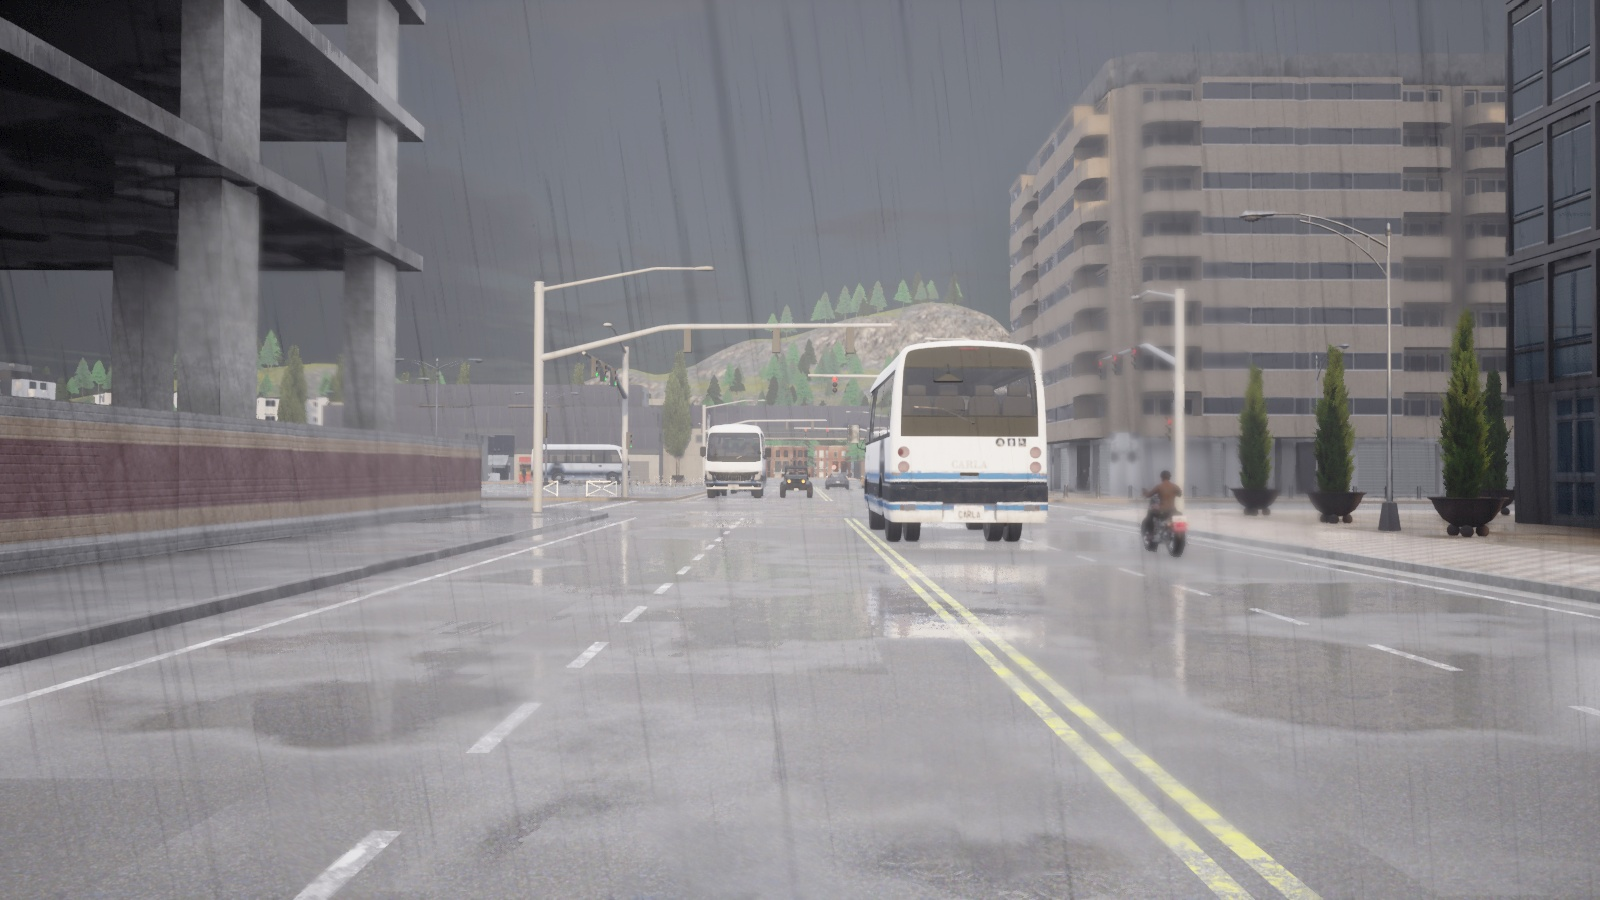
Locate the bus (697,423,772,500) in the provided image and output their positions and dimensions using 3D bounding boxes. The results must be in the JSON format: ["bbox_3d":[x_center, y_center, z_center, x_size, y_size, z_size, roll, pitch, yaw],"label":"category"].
[{"bbox_3d":[-3.709,0.698,74.343,3.944,4.253,10.273,0,-1,0],"label":"bus"}]

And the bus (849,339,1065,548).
[{"bbox_3d":[3.410,-0.060,30.770,3.944,4.253,10.273,0,-1,0],"label":"bus"}]

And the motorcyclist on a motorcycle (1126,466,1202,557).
[{"bbox_3d":[6.939,1.141,24.074,0.766,1.649,2.350,0,-1,0],"label":"motorcyclist on a motorcycle"}]

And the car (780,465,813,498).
[{"bbox_3d":[-0.204,1.853,74.108,1.905,1.878,3.866,0,-1,0],"label":"car"}]
